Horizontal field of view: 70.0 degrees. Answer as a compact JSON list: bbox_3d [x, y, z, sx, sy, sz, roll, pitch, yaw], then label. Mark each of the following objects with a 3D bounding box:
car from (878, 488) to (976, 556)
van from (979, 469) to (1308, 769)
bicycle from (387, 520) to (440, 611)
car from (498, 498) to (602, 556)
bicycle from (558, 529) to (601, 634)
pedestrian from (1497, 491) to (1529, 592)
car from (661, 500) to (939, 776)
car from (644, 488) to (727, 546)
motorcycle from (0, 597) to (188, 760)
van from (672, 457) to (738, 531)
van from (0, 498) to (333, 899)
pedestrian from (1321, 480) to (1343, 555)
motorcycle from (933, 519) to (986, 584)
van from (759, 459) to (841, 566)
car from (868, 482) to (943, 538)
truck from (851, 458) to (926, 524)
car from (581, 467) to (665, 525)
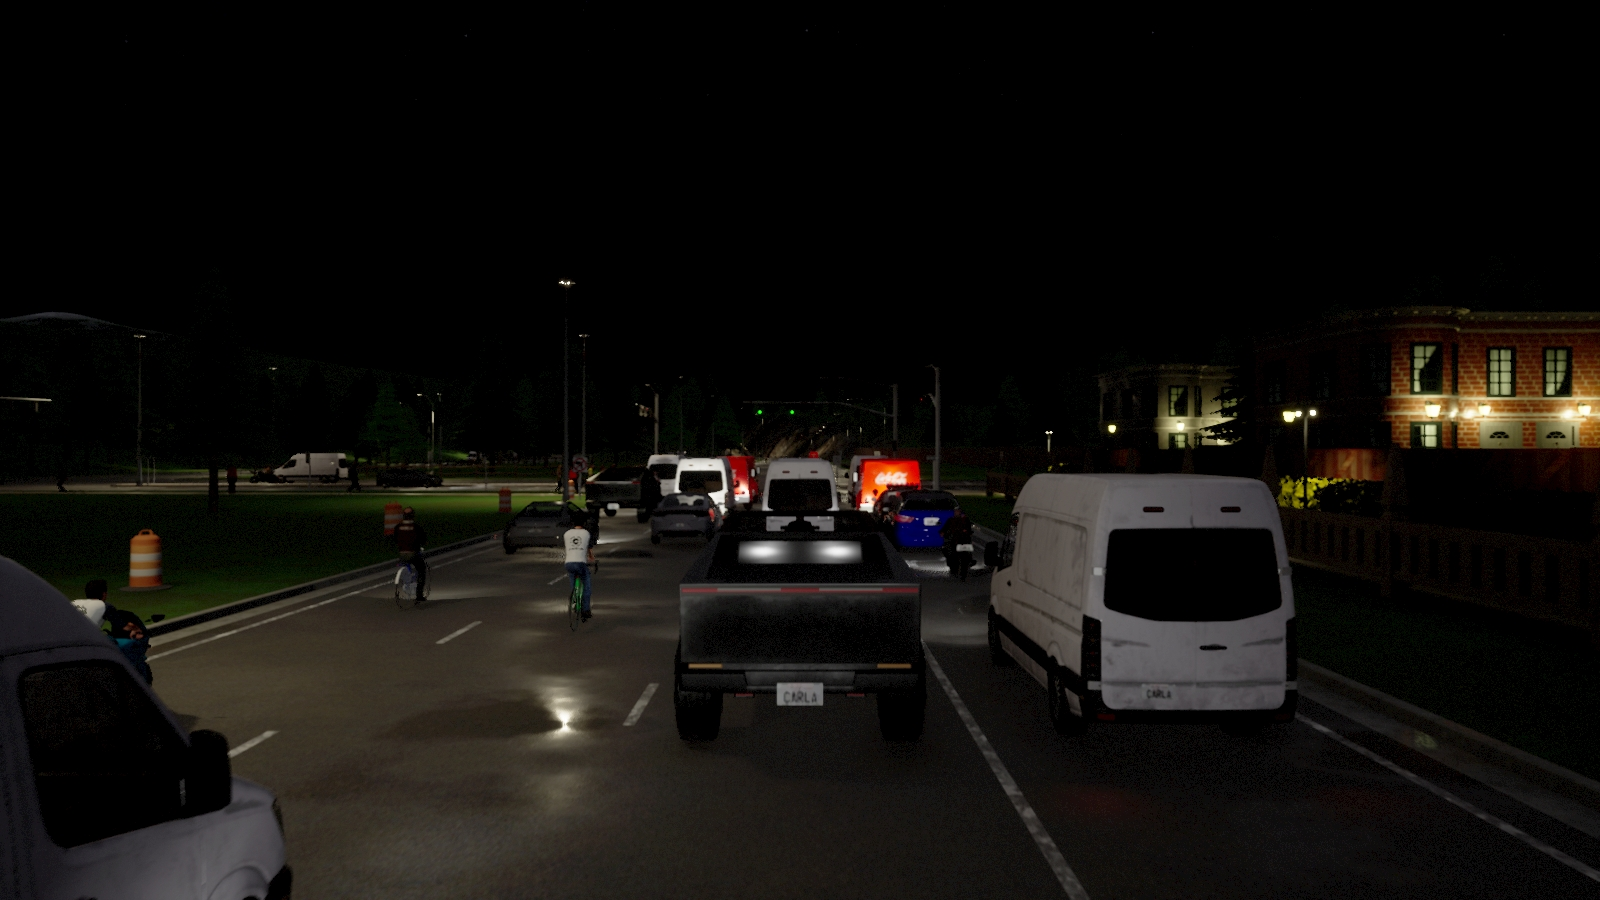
[{"bbox_3d":[3.501,1.972,32.399,2.242,1.667,4.611,0,-1,0],"label":"car"},{"bbox_3d":[3.497,1.538,13.052,1.988,2.561,5.915,0,0,0],"label":"van"},{"bbox_3d":[-7.005,2.067,20.766,0.329,1.471,1.835,0,0,0],"label":"bicycle"},{"bbox_3d":[-7.010,2.128,32.451,1.994,1.385,4.181,0,0,1],"label":"car"},{"bbox_3d":[-3.499,2.062,18.206,0.373,1.496,1.643,0,0,0],"label":"bicycle"},{"bbox_3d":[13.369,1.703,21.421,0.375,1.860,0.375,0,0,1],"label":"pedestrian"},{"bbox_3d":[0.001,1.758,12.962,2.390,2.098,6.274,0,0,0],"label":"car"},{"bbox_3d":[-3.495,2.045,35.824,2.097,1.535,5.006,0,0,0],"label":"car"},{"bbox_3d":[-6.999,2.190,11.308,0.803,1.199,2.033,0,0,0],"label":"motorcycle"},{"bbox_3d":[-3.504,1.548,43.110,1.988,2.561,5.915,0,0,0],"label":"van"},{"bbox_3d":[-3.505,1.536,3.190,1.988,2.561,5.915,0,0,0],"label":"van"},{"bbox_3d":[13.442,1.705,28.858,0.375,1.860,0.375,0,0,1],"label":"pedestrian"},{"bbox_3d":[3.501,2.213,25.334,0.867,1.251,2.209,0,0,0],"label":"motorcycle"},{"bbox_3d":[-0.003,1.544,30.696,1.988,2.561,5.915,0,0,0],"label":"van"},{"bbox_3d":[3.501,1.994,38.920,2.097,1.638,5.238,0,0,0],"label":"car"},{"bbox_3d":[3.499,1.583,46.157,2.627,2.467,5.204,0,0,0],"label":"truck"},{"bbox_3d":[-7.000,1.768,45.917,2.390,2.098,6.274,0,0,0],"label":"car"}]
